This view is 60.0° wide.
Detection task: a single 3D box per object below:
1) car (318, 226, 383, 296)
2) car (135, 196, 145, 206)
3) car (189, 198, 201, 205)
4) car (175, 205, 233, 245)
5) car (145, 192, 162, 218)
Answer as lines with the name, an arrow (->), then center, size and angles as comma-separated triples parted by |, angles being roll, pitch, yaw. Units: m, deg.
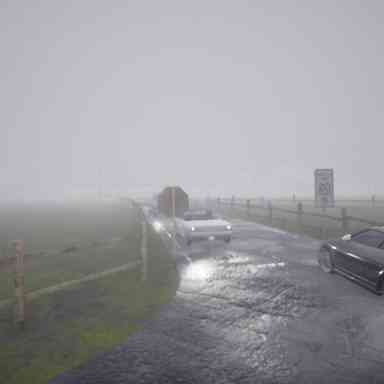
car -> 4.483, 1.442, 7.398 | 1.994, 1.385, 4.181 | -1, 0, -2
car -> -6.508, 1.288, 44.493 | 2.033, 1.411, 5.357 | -1, 1, -16
car -> -0.488, 1.274, 33.013 | 2.033, 1.411, 5.357 | -1, 1, -14
car -> 0.354, 1.482, 15.124 | 1.895, 1.301, 4.718 | -1, 1, -11
car -> -2.439, 1.035, 28.591 | 2.150, 2.045, 5.566 | -1, 0, -13
